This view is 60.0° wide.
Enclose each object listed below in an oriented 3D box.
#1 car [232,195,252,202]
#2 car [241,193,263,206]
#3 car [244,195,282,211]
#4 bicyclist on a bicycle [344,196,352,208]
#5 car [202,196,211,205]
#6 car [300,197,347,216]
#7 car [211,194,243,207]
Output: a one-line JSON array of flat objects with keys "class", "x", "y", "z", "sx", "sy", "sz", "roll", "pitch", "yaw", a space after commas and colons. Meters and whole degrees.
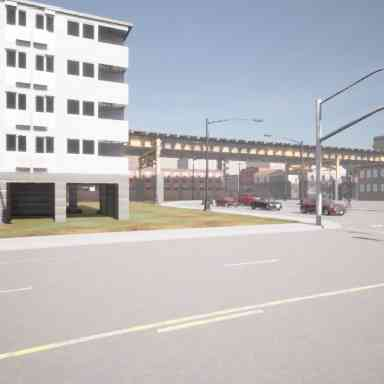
[{"class": "car", "x": 11.447, "y": 1.525, "z": 75.426, "sx": 2.128, "sy": 1.511, "sz": 4.902, "roll": 0, "pitch": 0, "yaw": 41}, {"class": "car", "x": 8.328, "y": 1.221, "z": 51.906, "sx": 2.150, "sy": 2.045, "sz": 5.566, "roll": 0, "pitch": 0, "yaw": -23}, {"class": "car", "x": 9.116, "y": 1.491, "z": 41.354, "sx": 2.128, "sy": 1.511, "sz": 4.902, "roll": 0, "pitch": 0, "yaw": -25}, {"class": "bicyclist on a bicycle", "x": 20.303, "y": 1.303, "z": 43.336, "sx": 1.656, "sy": 1.620, "sz": 0.582, "roll": 0, "pitch": 0, "yaw": -25}, {"class": "car", "x": 2.746, "y": 1.505, "z": 59.893, "sx": 1.837, "sy": 1.490, "sz": 4.892, "roll": 0, "pitch": 0, "yaw": -1}, {"class": "car", "x": 13.001, "y": 1.352, "z": 33.090, "sx": 2.097, "sy": 1.767, "sz": 4.553, "roll": 0, "pitch": 0, "yaw": -25}, {"class": "car", "x": 5.219, "y": 1.478, "z": 50.086, "sx": 1.882, "sy": 1.535, "sz": 5.008, "roll": 0, "pitch": 0, "yaw": -22}]
